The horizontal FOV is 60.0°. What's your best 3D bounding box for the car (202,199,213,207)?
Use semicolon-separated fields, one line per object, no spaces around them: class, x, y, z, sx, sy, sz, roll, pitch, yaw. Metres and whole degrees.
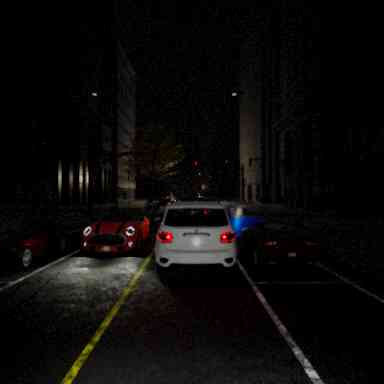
car;2.777;1.941;60.354;1.947;1.339;4.313;0;0;0

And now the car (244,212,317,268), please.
car;2.781;1.611;11.432;1.887;1.381;4.507;0;0;0

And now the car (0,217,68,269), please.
car;-5.774;1.612;11.452;1.887;1.381;4.507;0;0;0

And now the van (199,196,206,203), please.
van;2.783;1.905;87.421;1.690;1.788;3.998;0;0;0

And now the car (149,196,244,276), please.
car;0.110;1.285;10.731;2.150;2.045;5.566;0;0;0

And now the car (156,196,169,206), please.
car;-5.746;1.725;65.415;2.192;1.841;5.009;0;0;0

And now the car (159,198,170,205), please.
car;-5.746;1.997;70.703;2.008;1.369;4.403;0;0;0

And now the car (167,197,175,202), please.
car;-5.742;2.162;91.857;1.947;1.339;4.313;0;0;0

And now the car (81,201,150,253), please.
car;-3.017;1.433;14.018;2.097;1.767;4.553;0;0;0

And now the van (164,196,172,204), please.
van;-5.743;1.862;81.282;1.690;1.788;3.998;0;0;0

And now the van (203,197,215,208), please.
van;2.777;1.680;54.942;1.690;1.788;3.998;0;0;0

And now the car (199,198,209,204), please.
car;2.780;2.038;76.593;2.008;1.369;4.403;0;0;0

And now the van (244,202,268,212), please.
van;2.784;1.441;16.959;1.690;1.788;3.998;0;0;0
